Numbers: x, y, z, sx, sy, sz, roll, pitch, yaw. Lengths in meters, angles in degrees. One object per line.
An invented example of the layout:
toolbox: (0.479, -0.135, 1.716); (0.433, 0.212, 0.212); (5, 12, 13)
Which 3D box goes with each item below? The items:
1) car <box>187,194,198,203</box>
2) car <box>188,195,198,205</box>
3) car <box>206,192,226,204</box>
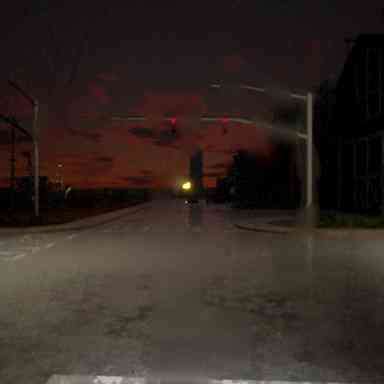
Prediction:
car: (0.159, 1.294, 67.800); (2.097, 1.767, 4.553); (0, 0, 0)
car: (0.178, 1.446, 58.061); (2.033, 1.411, 5.357); (0, -1, 1)
car: (4.304, 1.093, 60.364); (1.905, 1.878, 3.866); (-8, 3, -42)
